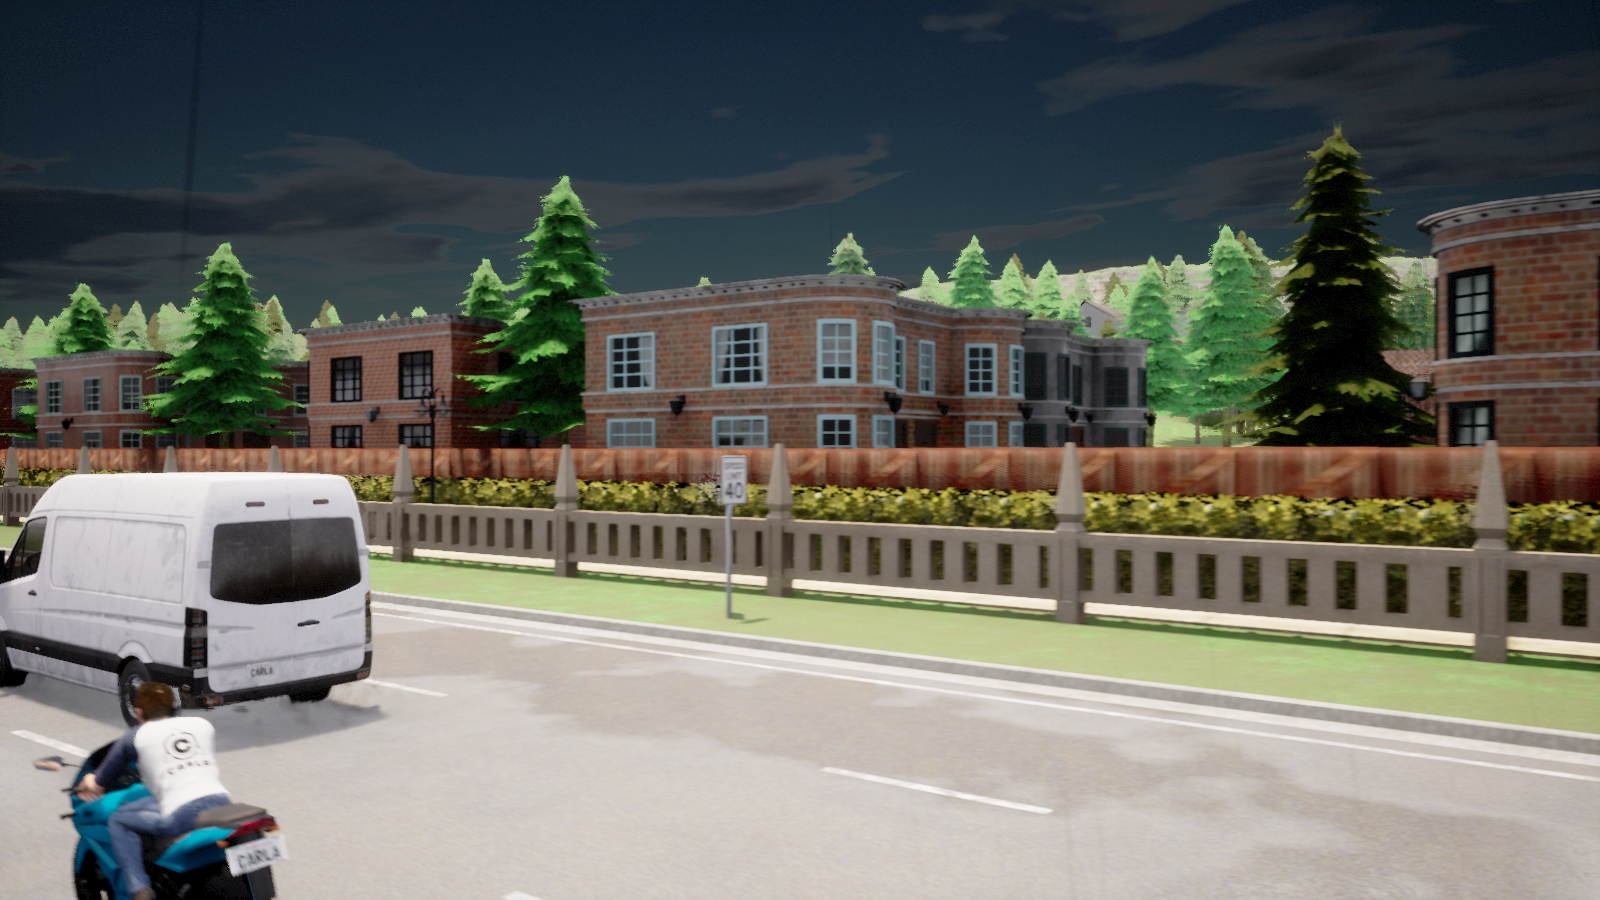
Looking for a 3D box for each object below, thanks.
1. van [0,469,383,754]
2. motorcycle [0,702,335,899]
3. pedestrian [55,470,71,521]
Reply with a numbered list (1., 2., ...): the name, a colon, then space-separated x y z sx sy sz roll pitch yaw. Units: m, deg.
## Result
1. van: -7.422 1.535 13.144 5.915 2.561 1.988 0 0 36
2. motorcycle: -3.506 2.187 6.263 2.033 1.199 0.803 0 0 35
3. pedestrian: -27.699 1.704 42.945 0.375 1.860 0.375 0 0 35
